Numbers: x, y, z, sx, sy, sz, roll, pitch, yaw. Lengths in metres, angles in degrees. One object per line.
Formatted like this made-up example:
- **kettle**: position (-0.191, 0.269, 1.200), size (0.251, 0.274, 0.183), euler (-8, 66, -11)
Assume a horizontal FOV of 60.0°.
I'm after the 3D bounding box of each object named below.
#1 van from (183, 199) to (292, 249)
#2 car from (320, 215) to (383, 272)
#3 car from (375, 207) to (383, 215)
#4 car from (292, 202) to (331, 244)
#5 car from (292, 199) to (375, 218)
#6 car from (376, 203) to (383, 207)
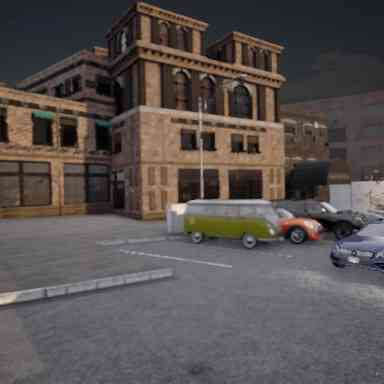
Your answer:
- **van**: position (1.835, 1.335, 14.747), size (4.442, 1.987, 1.878), euler (0, -1, 34)
- **car**: position (6.229, 1.610, 10.290), size (4.674, 1.442, 1.812), euler (1, -1, -36)
- **car**: position (8.997, 1.807, 20.060), size (4.792, 1.488, 2.163), euler (0, -2, 34)
- **car**: position (4.141, 1.499, 16.576), size (4.553, 1.767, 2.185), euler (0, -2, 34)
- **car**: position (6.625, 1.448, 18.298), size (5.566, 2.045, 2.435), euler (0, -2, 34)
- **car**: position (13.903, 1.829, 23.528), size (4.553, 1.767, 2.185), euler (0, -2, 34)
